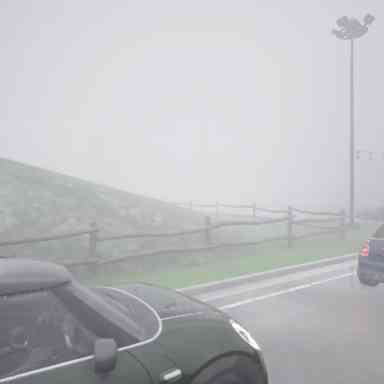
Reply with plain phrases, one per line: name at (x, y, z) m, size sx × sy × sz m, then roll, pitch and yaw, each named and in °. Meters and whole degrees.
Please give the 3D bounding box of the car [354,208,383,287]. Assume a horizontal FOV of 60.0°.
car at (6.097, 1.352, 8.144) m, size 4.553 × 1.767 × 2.097 m, roll 0°, pitch 0°, yaw -35°

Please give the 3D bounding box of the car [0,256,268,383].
car at (-1.487, 1.351, 2.687) m, size 4.553 × 1.767 × 2.097 m, roll 0°, pitch 0°, yaw -35°

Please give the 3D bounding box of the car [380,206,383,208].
car at (14.763, 1.547, 24.066) m, size 5.357 × 1.411 × 2.033 m, roll 0°, pitch 0°, yaw 40°
